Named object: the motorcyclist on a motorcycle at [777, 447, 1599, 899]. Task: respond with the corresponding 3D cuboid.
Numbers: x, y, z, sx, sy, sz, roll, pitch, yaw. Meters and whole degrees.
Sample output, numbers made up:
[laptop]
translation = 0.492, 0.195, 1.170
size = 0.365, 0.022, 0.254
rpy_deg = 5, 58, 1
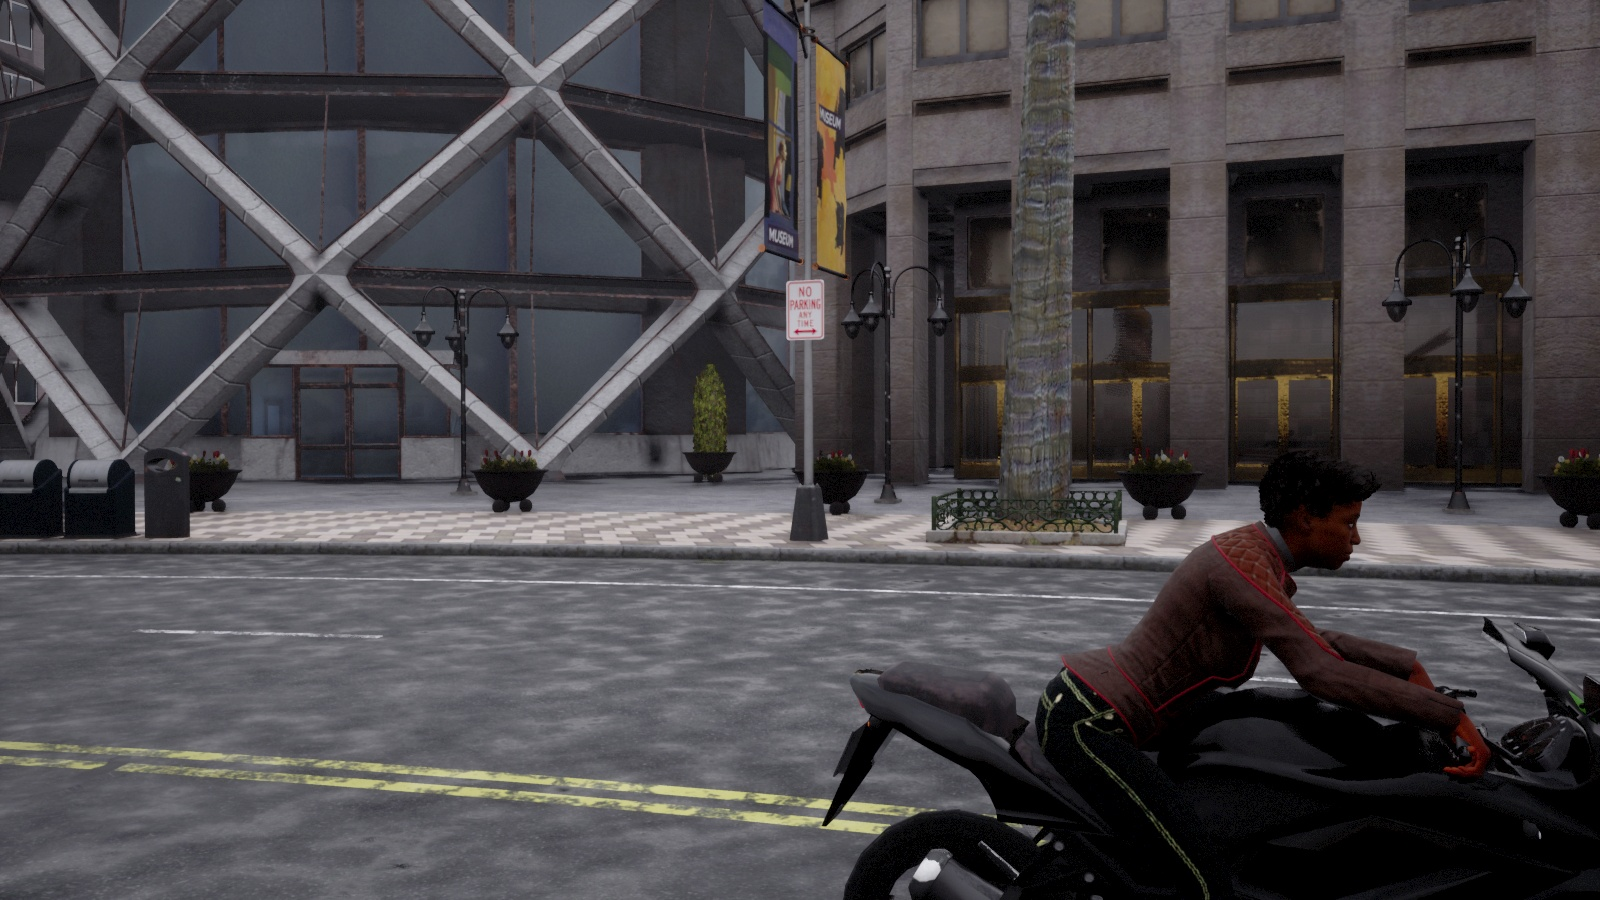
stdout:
[motorcyclist on a motorcycle]
translation = 1.045, 0.766, 2.889
size = 2.044, 1.523, 0.797
rpy_deg = 1, 1, 19
